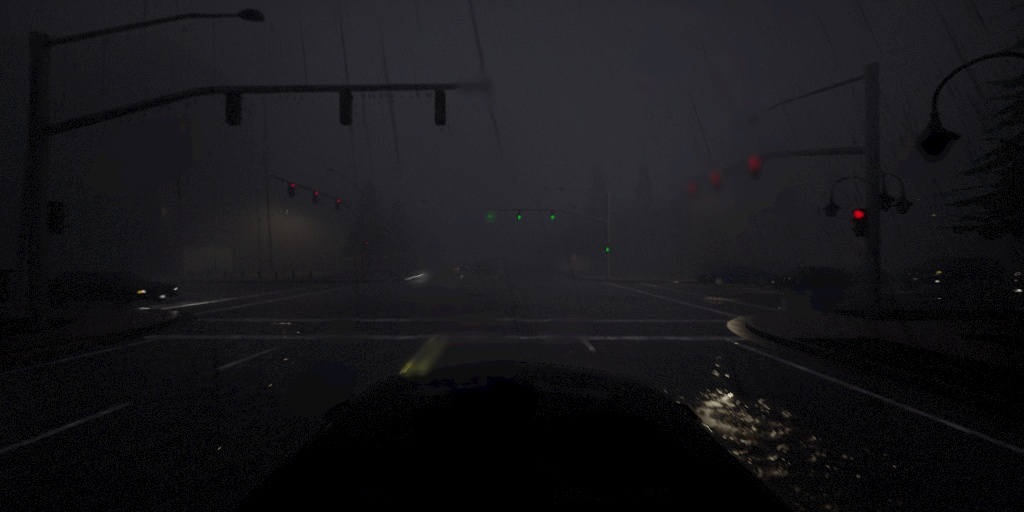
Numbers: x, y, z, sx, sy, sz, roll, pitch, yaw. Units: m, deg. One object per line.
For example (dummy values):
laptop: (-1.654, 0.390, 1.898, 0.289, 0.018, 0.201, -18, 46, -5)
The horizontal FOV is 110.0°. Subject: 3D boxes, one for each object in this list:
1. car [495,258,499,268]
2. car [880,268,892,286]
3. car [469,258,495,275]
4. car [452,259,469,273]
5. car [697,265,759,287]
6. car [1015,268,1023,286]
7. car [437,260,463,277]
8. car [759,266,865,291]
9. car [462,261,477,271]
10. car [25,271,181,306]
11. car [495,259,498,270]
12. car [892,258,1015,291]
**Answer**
car: (-3.495, 1.390, 62.893, 2.150, 2.045, 5.566, 0, 0, 0)
car: (25.532, 1.445, 26.496, 4.674, 1.442, 1.812, 0, 0, -4)
car: (-3.582, 1.387, 43.340, 2.097, 1.767, 4.553, 0, 0, 0)
car: (-7.075, 1.571, 49.831, 2.128, 1.511, 4.902, 0, 0, 0)
car: (16.200, 1.395, 26.232, 5.008, 1.535, 1.882, 0, 0, -2)
car: (37.887, 1.263, 25.332, 4.553, 1.767, 2.097, 0, 0, -20)
car: (-7.089, 1.493, 40.405, 1.882, 1.535, 5.008, 0, 0, 0)
car: (18.961, 1.399, 22.793, 4.892, 1.490, 1.837, 0, 0, -1)
car: (-7.027, 1.648, 59.219, 1.837, 1.490, 4.892, 0, 0, 1)
car: (-18.003, 1.395, 15.878, 5.357, 1.411, 2.033, 0, 0, 2)
car: (-3.568, 1.588, 52.383, 2.128, 1.511, 4.902, 0, 0, 0)
car: (28.471, 1.118, 23.209, 5.566, 2.045, 2.150, 0, 0, -7)
